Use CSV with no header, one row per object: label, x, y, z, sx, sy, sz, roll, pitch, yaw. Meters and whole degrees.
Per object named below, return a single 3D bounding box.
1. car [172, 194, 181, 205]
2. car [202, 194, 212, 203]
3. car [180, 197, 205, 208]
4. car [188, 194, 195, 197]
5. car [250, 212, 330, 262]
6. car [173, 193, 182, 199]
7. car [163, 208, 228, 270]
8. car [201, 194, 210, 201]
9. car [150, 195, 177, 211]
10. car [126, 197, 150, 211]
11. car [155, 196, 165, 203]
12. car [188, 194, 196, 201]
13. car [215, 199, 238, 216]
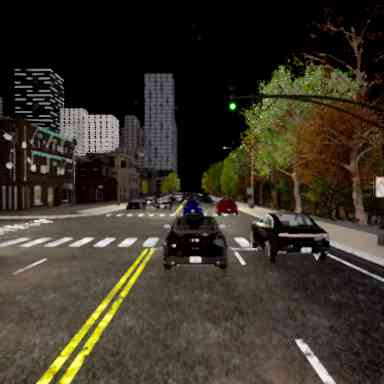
car,-3.353,1.482,55.741,1.837,1.490,4.892,0,0,0
car,3.193,1.513,70.069,1.994,1.385,4.181,0,0,0
car,0.075,1.514,32.119,1.812,1.442,4.674,0,0,0
car,-0.057,1.485,69.649,2.128,1.511,4.902,0,0,0
car,3.342,1.488,12.157,2.128,1.511,4.902,0,0,0
car,-3.306,1.186,71.193,2.150,2.045,5.566,0,0,0
car,0.092,1.502,11.033,1.837,1.490,4.892,0,0,0
car,3.185,1.294,80.072,1.837,1.490,4.892,0,0,0
car,-3.372,1.473,40.238,2.128,1.511,4.902,0,0,0
car,-6.624,1.546,39.923,1.994,1.385,4.181,0,0,0
car,-6.554,1.494,68.509,1.812,1.442,4.674,0,0,0
car,-0.065,1.318,80.069,1.812,1.442,4.674,0,0,0
car,3.323,1.466,32.663,1.882,1.535,5.008,0,0,0
